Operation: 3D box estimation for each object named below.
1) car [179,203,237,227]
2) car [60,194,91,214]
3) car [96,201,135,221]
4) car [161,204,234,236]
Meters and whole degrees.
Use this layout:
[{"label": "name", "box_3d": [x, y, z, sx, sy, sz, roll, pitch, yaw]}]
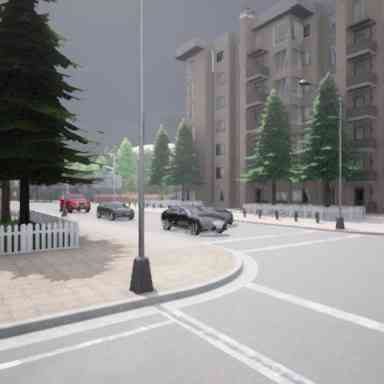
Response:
[{"label": "car", "box_3d": [1.045, 1.575, 23.635, 1.994, 1.385, 4.181, 0, 0, -35]}, {"label": "car", "box_3d": [-13.041, 1.235, 36.908, 2.150, 2.045, 5.566, 0, 0, -35]}, {"label": "car", "box_3d": [-6.474, 1.517, 27.784, 1.837, 1.490, 4.892, 0, 0, -36]}, {"label": "car", "box_3d": [-0.005, 1.504, 18.776, 2.128, 1.511, 4.902, 0, 0, -34]}]
